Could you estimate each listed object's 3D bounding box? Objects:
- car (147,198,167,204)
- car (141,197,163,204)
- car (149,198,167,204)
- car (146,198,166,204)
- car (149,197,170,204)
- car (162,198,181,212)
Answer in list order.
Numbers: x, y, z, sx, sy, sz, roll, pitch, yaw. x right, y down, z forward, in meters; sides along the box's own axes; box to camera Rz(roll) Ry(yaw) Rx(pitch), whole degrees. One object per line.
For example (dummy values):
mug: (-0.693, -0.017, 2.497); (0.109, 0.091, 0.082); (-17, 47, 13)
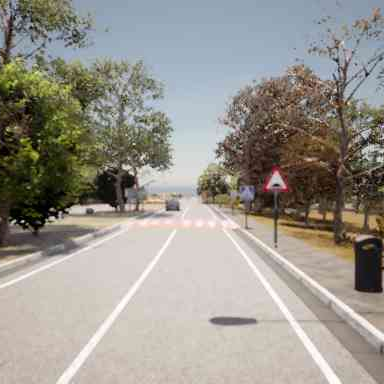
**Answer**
car: (-9.094, 2.440, 86.766); (5.008, 1.535, 2.097); (0, -2, 1)
car: (-8.965, 2.259, 81.226); (5.366, 1.575, 1.946); (0, -2, 1)
car: (-9.086, 2.417, 89.546); (4.553, 1.767, 2.185); (0, -2, 1)
car: (-9.124, 2.348, 83.995); (4.892, 1.521, 2.231); (0, -2, 1)
car: (-8.994, 2.398, 92.319); (5.566, 2.045, 2.435); (0, -2, 1)
car: (-2.548, 1.828, 44.972); (1.837, 1.490, 4.892); (0, 0, 1)
